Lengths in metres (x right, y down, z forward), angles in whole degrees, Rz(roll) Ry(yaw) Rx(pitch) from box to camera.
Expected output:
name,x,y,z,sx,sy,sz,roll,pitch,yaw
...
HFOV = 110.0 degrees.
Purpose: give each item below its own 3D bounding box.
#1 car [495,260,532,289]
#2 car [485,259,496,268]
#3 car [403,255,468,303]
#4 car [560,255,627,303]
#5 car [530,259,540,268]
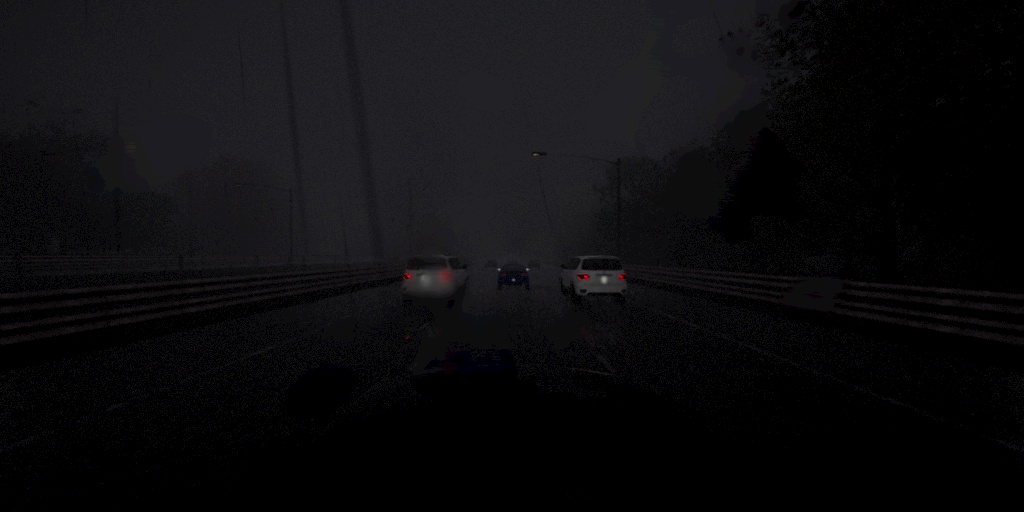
name,x,y,z,sx,sy,sz,roll,pitch,yaw
car,0.090,1.233,23.239,1.882,1.535,5.008,0,0,0
car,-3.429,1.255,59.948,2.128,1.511,4.902,0,0,0
car,-3.407,0.977,16.826,2.150,2.045,5.566,0,0,0
car,3.594,0.977,16.667,2.150,2.045,5.566,0,0,0
car,3.572,1.255,59.746,2.128,1.511,4.902,0,0,0
